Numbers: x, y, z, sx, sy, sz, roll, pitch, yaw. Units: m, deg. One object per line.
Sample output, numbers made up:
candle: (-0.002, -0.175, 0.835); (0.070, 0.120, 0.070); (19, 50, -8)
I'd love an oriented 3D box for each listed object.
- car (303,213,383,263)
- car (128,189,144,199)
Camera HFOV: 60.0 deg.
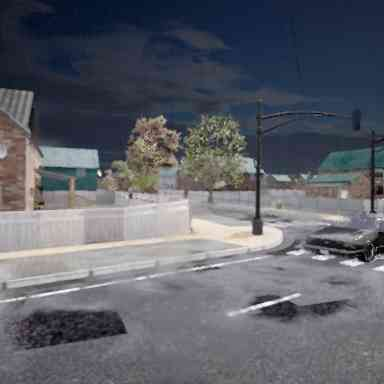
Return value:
car: (6.348, 1.488, 11.961); (5.357, 1.411, 2.033); (0, 0, -35)
car: (-9.943, 0.169, 59.312); (2.150, 2.045, 5.566); (1, 1, -21)
